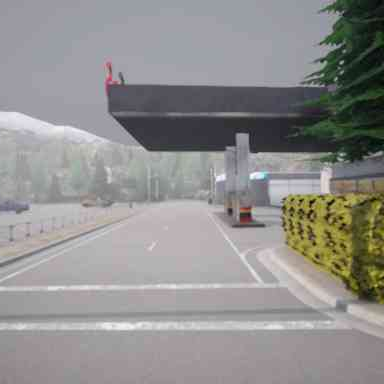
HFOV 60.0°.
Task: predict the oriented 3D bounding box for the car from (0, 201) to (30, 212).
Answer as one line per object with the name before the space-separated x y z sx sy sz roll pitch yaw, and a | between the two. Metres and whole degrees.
car | -23.994 1.922 45.184 3.633 1.501 1.845 -1 0 0

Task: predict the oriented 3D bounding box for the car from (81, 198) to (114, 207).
car | -16.375 1.823 57.065 5.027 1.636 2.152 -1 0 0

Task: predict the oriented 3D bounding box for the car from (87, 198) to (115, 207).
car | -16.441 1.840 60.202 4.514 1.523 2.007 -1 0 0

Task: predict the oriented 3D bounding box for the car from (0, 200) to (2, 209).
car | -35.037 2.213 57.127 3.806 1.475 1.970 -1 0 0
